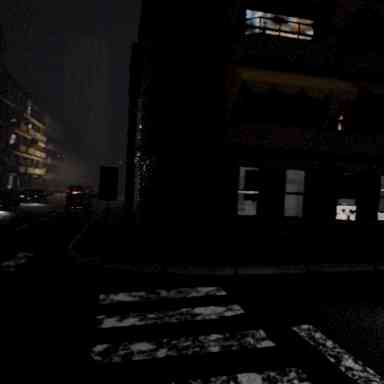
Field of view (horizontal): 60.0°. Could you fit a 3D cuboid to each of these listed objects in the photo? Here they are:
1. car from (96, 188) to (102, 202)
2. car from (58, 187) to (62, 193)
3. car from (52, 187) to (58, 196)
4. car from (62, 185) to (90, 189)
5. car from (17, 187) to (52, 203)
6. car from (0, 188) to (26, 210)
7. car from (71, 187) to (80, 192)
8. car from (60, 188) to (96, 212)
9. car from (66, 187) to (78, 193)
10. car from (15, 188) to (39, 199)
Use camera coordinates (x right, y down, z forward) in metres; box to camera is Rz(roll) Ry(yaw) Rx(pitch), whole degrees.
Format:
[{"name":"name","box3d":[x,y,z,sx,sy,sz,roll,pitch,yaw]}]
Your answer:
[{"name":"car","box3d":[-12.905,0.519,44.391,2.008,1.369,4.403,2,1,-12]},{"name":"car","box3d":[-25.600,-0.243,64.333,1.802,1.307,4.206,2,1,-12]},{"name":"car","box3d":[-23.315,-0.078,53.343,1.752,1.417,4.829,2,1,-12]},{"name":"car","box3d":[-15.709,0.051,45.275,2.150,2.045,5.566,2,1,-12]},{"name":"car","box3d":[-17.091,0.371,36.307,1.837,1.490,4.892,2,1,-11]},{"name":"car","box3d":[-15.014,0.636,26.182,1.994,1.385,4.181,2,1,-12]},{"name":"car","box3d":[-30.096,-0.674,85.978,1.802,1.307,4.206,2,1,-12]},{"name":"car","box3d":[-9.529,0.741,28.156,1.967,1.590,4.097,2,1,-12]},{"name":"car","box3d":[-28.971,-0.597,80.566,2.008,1.369,4.403,2,1,-12]},{"name":"car","box3d":[-21.104,0.195,42.687,1.802,1.307,4.206,2,1,-12]}]
